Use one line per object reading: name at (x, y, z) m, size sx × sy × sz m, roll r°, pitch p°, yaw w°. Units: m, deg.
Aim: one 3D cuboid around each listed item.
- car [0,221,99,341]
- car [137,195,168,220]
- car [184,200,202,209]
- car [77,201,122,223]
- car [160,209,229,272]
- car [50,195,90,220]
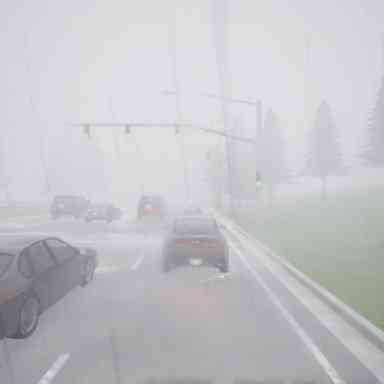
car at (-3.402, 1.564, 6.487) m, size 2.033 × 1.411 × 5.357 m, roll 0°, pitch 0°, yaw 0°
car at (-3.402, 1.293, 28.961) m, size 2.150 × 2.045 × 5.566 m, roll 0°, pitch 0°, yaw 0°
car at (0.098, 1.612, 35.368) m, size 1.812 × 1.442 × 4.674 m, roll 0°, pitch 0°, yaw 0°
car at (-6.900, 1.612, 26.153) m, size 2.033 × 1.411 × 5.357 m, roll 0°, pitch 0°, yaw 0°
car at (0.100, 1.532, 10.900) m, size 1.837 × 1.490 × 4.892 m, roll 0°, pitch 0°, yaw 0°
car at (-10.401, 1.294, 29.187) m, size 2.150 × 2.045 × 5.566 m, roll 0°, pitch 0°, yaw 0°
